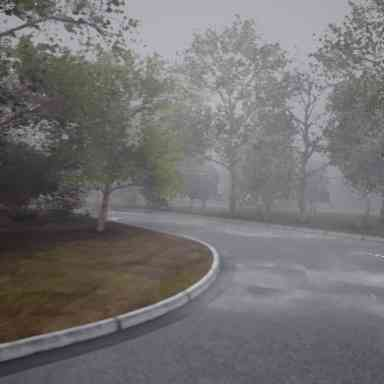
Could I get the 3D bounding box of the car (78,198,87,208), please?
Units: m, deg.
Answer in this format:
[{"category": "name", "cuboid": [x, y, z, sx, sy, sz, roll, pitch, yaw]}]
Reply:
[{"category": "car", "cuboid": [-13.620, 1.007, 35.797, 4.674, 1.442, 1.812, 1, -1, 15]}]
